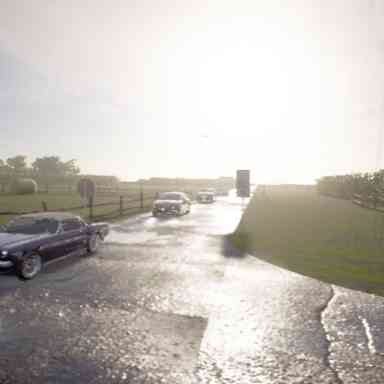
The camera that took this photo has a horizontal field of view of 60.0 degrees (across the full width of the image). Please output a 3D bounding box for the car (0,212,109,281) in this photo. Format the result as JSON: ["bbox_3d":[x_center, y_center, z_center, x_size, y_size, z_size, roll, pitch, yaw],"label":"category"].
[{"bbox_3d":[-4.117,1.271,9.053,1.895,1.301,4.718,1,2,11],"label":"car"}]

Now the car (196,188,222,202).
[{"bbox_3d":[1.765,0.356,38.093,2.128,1.511,4.902,1,2,12],"label":"car"}]

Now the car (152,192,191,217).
[{"bbox_3d":[-1.316,0.789,22.906,1.837,1.490,4.892,1,2,11],"label":"car"}]

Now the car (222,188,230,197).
[{"bbox_3d":[5.067,0.070,53.969,1.895,1.301,4.718,1,2,11],"label":"car"}]
